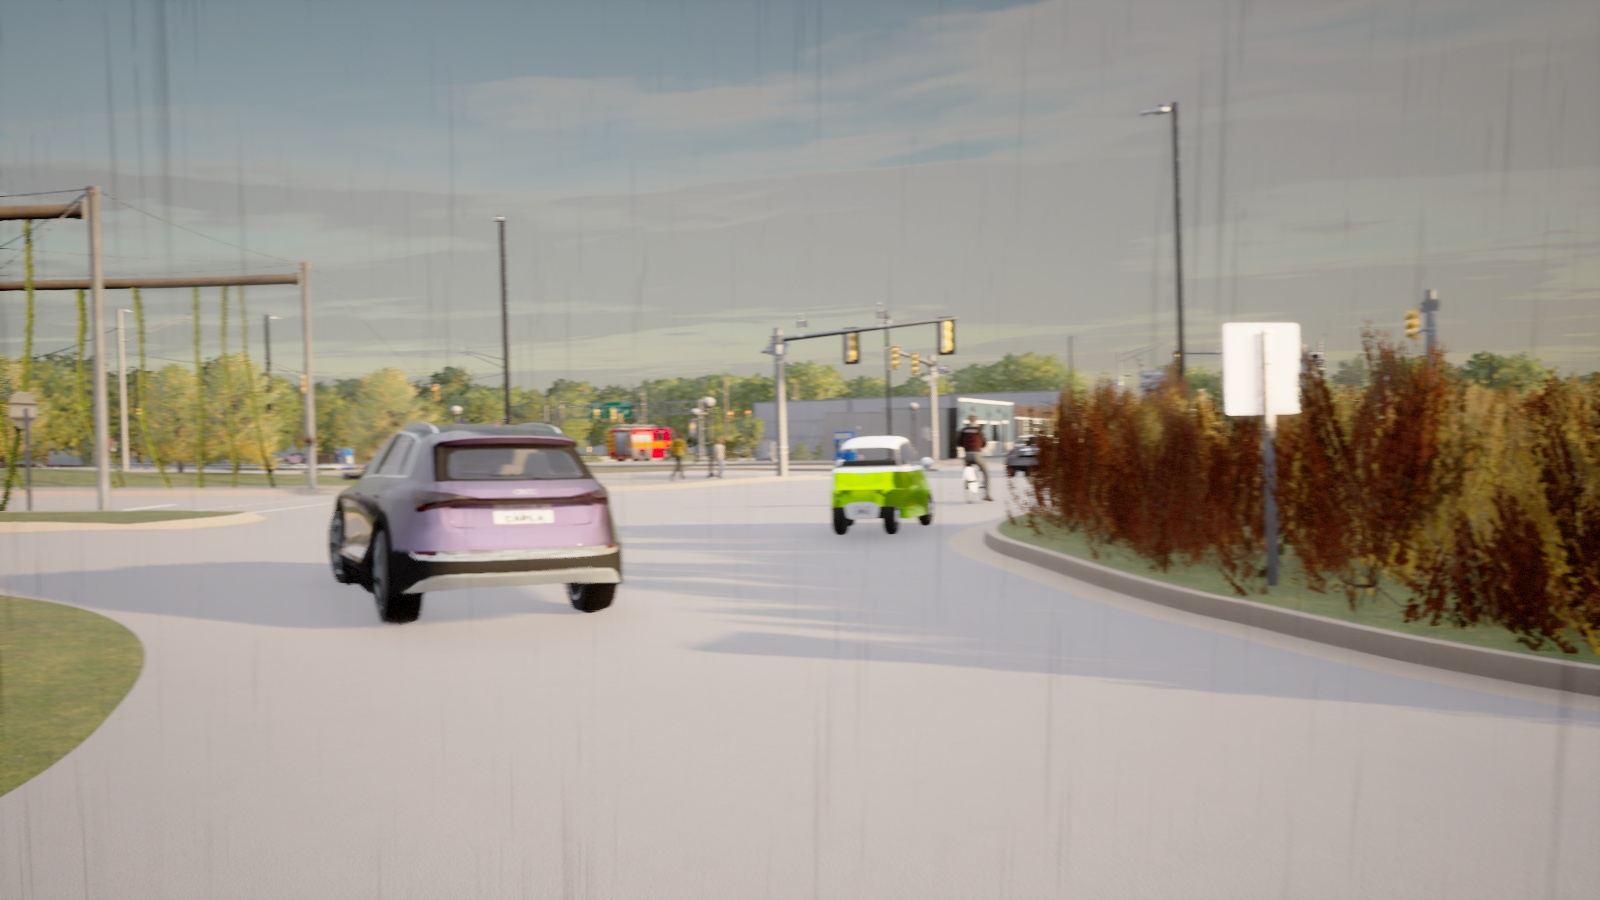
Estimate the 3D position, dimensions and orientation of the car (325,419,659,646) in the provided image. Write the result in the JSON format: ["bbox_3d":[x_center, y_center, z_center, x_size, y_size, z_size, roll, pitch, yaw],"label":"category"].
[{"bbox_3d":[-3.112,0.558,11.740,2.033,1.649,4.856,0,1,-26],"label":"car"}]

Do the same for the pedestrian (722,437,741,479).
[{"bbox_3d":[-3.019,0.353,55.471,0.706,1.836,0.354,-2,1,25],"label":"pedestrian"}]

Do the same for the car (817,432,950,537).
[{"bbox_3d":[1.272,0.467,18.364,1.481,1.376,2.207,-2,1,15],"label":"car"}]

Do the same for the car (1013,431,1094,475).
[{"bbox_3d":[9.078,0.125,44.746,1.970,1.475,3.806,-1,-1,25],"label":"car"}]

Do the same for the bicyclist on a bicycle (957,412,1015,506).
[{"bbox_3d":[3.670,0.154,24.671,0.659,1.776,1.843,-2,1,22],"label":"bicyclist on a bicycle"}]

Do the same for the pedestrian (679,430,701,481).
[{"bbox_3d":[-3.970,0.199,45.437,0.370,1.835,0.726,-1,1,34],"label":"pedestrian"}]
